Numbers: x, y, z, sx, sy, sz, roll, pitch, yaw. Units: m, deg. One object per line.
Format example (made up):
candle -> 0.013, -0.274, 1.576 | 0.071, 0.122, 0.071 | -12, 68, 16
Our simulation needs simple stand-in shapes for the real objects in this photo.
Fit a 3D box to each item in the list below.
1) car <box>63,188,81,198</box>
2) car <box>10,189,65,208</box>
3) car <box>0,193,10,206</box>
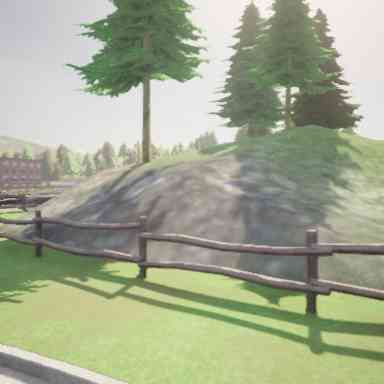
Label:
car -> -22.068, 0.160, 57.596 | 1.837, 1.490, 4.892 | 0, 1, 19
car -> -15.436, 0.733, 33.480 | 1.812, 1.442, 4.674 | 0, 1, 18
car -> -19.025, 0.801, 33.785 | 1.895, 1.301, 4.718 | 0, 1, 18
